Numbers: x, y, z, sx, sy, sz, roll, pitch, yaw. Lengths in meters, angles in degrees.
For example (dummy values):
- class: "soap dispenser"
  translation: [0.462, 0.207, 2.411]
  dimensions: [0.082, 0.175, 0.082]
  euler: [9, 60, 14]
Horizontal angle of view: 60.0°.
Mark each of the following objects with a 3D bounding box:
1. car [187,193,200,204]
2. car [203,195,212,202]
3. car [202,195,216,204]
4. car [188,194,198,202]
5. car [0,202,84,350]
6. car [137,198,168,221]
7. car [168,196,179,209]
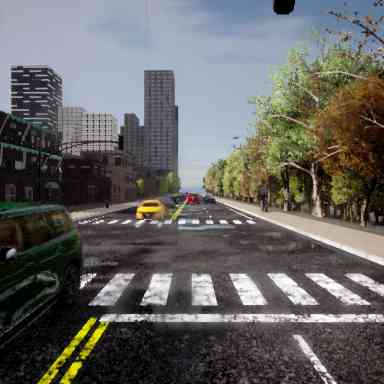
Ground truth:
- class: "car"
  translation: [0.216, 1.198, 62.223]
  dimensions: [2.150, 2.045, 5.566]
  euler: [0, 0, 1]
- class: "car"
  translation: [3.388, 1.471, 73.092]
  dimensions: [1.837, 1.490, 4.892]
  euler: [0, 0, 0]
- class: "car"
  translation: [3.470, 1.540, 63.136]
  dimensions: [1.994, 1.385, 4.181]
  euler: [0, 0, 0]
- class: "car"
  translation: [0.149, 1.325, 72.789]
  dimensions: [2.097, 1.767, 4.553]
  euler: [0, 0, 0]
- class: "car"
  translation: [-3.343, 1.221, 4.805]
  dimensions: [2.150, 2.045, 5.566]
  euler: [0, 0, 0]
- class: "car"
  translation: [-3.303, 1.470, 27.405]
  dimensions: [1.882, 1.535, 5.008]
  euler: [0, 0, 0]
- class: "car"
  translation: [-3.261, 1.532, 45.007]
  dimensions: [2.033, 1.411, 5.357]
  euler: [0, 0, 0]
